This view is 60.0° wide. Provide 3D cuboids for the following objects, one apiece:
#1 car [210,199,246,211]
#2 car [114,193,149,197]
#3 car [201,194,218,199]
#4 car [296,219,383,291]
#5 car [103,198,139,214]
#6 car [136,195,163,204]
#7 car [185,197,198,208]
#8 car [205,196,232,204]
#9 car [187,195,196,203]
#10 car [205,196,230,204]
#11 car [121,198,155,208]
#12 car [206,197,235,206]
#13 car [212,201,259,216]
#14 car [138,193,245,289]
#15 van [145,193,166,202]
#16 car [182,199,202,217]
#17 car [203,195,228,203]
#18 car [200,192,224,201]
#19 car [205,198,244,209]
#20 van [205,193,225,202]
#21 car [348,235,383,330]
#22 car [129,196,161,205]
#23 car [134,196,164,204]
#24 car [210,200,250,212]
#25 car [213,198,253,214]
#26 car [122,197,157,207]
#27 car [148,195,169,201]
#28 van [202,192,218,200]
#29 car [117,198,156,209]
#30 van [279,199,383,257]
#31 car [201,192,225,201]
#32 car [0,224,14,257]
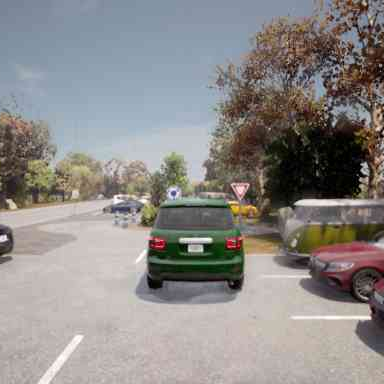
[{"bbox_3d":[4.852,1.759,45.452,4.674,1.452,2.002,0,1,0],"label":"car"},{"bbox_3d":[-8.197,1.466,45.480,5.566,2.045,2.435,0,1,0],"label":"car"},{"bbox_3d":[4.929,1.332,95.302,4.674,1.452,2.002,0,0,0],"label":"car"},{"bbox_3d":[5.060,1.488,7.493,4.674,1.452,2.002,0,0,0],"label":"car"},{"bbox_3d":[-8.263,1.825,39.933,4.792,1.488,2.163,0,1,0],"label":"car"},{"bbox_3d":[-8.201,1.465,64.904,4.892,1.521,2.231,0,1,0],"label":"car"},{"bbox_3d":[-0.076,1.600,53.693,1.882,1.535,5.008,0,1,0],"label":"car"},{"bbox_3d":[4.909,1.521,62.194,4.792,1.488,2.163,0,1,0],"label":"car"},{"bbox_3d":[-0.095,1.463,68.668,1.837,1.490,4.892,0,1,1],"label":"car"},{"bbox_3d":[4.914,1.495,64.833,4.792,1.488,2.163,0,0,0],"label":"car"},{"bbox_3d":[-8.210,1.640,51.036,4.892,1.521,2.231,0,1,0],"label":"car"},{"bbox_3d":[4.843,1.592,56.530,4.792,1.488,2.163,0,1,0],"label":"car"},{"bbox_3d":[4.837,1.834,37.265,5.008,1.535,2.097,0,1,0],"label":"car"},{"bbox_3d":[0.091,1.179,9.211,2.150,2.045,5.566,0,0,0],"label":"car"},{"bbox_3d":[-8.065,1.184,73.232,4.442,1.987,1.878,0,0,0],"label":"van"},{"bbox_3d":[-0.047,1.711,36.896,2.097,1.767,4.553,0,1,-2],"label":"car"},{"bbox_3d":[4.898,1.426,70.371,5.008,1.535,2.097,0,0,0],"label":"car"},{"bbox_3d":[4.882,1.115,81.449,5.566,2.045,2.435,0,0,0],"label":"car"},{"bbox_3d":[4.673,1.676,48.221,5.366,1.575,1.946,0,1,0],"label":"car"},{"bbox_3d":[5.014,1.186,73.139,4.442,1.987,1.878,0,0,0],"label":"van"},{"bbox_3d":[5.054,1.506,4.708,4.674,1.452,2.002,0,0,0],"label":"car"},{"bbox_3d":[-8.389,1.520,59.485,5.366,1.575,1.946,0,1,0],"label":"car"},{"bbox_3d":[-8.014,1.488,62.137,5.366,1.575,1.946,0,1,0],"label":"car"},{"bbox_3d":[4.821,1.787,42.682,4.792,1.488,2.163,0,1,0],"label":"car"},{"bbox_3d":[4.878,1.669,40.034,4.553,1.767,2.185,0,1,0],"label":"car"},{"bbox_3d":[-8.398,1.597,53.812,5.366,1.575,1.946,0,1,0],"label":"car"},{"bbox_3d":[-8.199,1.395,81.562,4.792,1.488,2.163,0,0,0],"label":"car"},{"bbox_3d":[5.044,1.080,92.656,4.442,1.987,1.878,0,0,0],"label":"van"},{"bbox_3d":[-8.035,1.675,48.260,5.366,1.575,1.946,0,1,0],"label":"car"},{"bbox_3d":[4.938,1.206,10.165,4.442,1.987,1.878,-1,0,0],"label":"van"},{"bbox_3d":[4.878,1.130,78.679,5.566,2.045,2.435,0,0,0],"label":"car"},{"bbox_3d":[-8.045,1.460,10.115,4.792,1.488,2.163,0,0,0],"label":"car"}]
